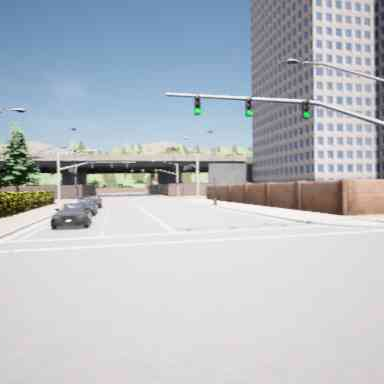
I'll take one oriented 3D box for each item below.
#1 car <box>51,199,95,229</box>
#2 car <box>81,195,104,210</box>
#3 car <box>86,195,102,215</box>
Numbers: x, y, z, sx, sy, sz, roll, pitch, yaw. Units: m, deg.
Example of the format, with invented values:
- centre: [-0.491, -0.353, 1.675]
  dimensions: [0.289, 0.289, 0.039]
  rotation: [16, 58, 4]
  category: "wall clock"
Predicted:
- centre: [-7.283, 1.397, 20.354]
  dimensions: [1.994, 1.385, 4.181]
  rotation: [-1, 1, -13]
  category: "car"
- centre: [-11.622, 1.135, 39.170]
  dimensions: [2.128, 1.511, 4.902]
  rotation: [-1, 1, -13]
  category: "car"
- centre: [-9.367, 1.290, 29.347]
  dimensions: [2.033, 1.411, 5.357]
  rotation: [-1, 1, -13]
  category: "car"
